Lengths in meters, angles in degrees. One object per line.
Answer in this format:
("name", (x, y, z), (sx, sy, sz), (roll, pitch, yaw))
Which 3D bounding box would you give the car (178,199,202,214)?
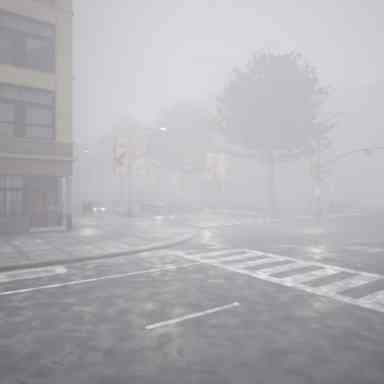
("car", (-0.905, 1.487, 35.859), (2.128, 1.511, 4.902), (0, 0, -36))

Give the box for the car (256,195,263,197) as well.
("car", (17.364, 1.449, 83.168), (1.895, 1.301, 4.718), (0, 0, -36))

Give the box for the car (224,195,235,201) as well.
("car", (7.725, 1.402, 76.700), (2.161, 1.482, 4.786), (0, 0, -36))

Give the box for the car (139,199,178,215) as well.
("car", (-3.727, 1.523, 33.779), (1.812, 1.442, 4.674), (0, 0, -35))

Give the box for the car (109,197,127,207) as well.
("car", (-11.520, 1.494, 50.714), (2.128, 1.511, 4.902), (0, 0, -36))

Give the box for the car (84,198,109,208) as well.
("car", (-14.232, 1.563, 48.487), (1.994, 1.385, 4.181), (0, 0, -36))

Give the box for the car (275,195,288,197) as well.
("car", (18.216, 1.308, 69.238), (2.002, 1.452, 4.674), (0, 0, -36))
